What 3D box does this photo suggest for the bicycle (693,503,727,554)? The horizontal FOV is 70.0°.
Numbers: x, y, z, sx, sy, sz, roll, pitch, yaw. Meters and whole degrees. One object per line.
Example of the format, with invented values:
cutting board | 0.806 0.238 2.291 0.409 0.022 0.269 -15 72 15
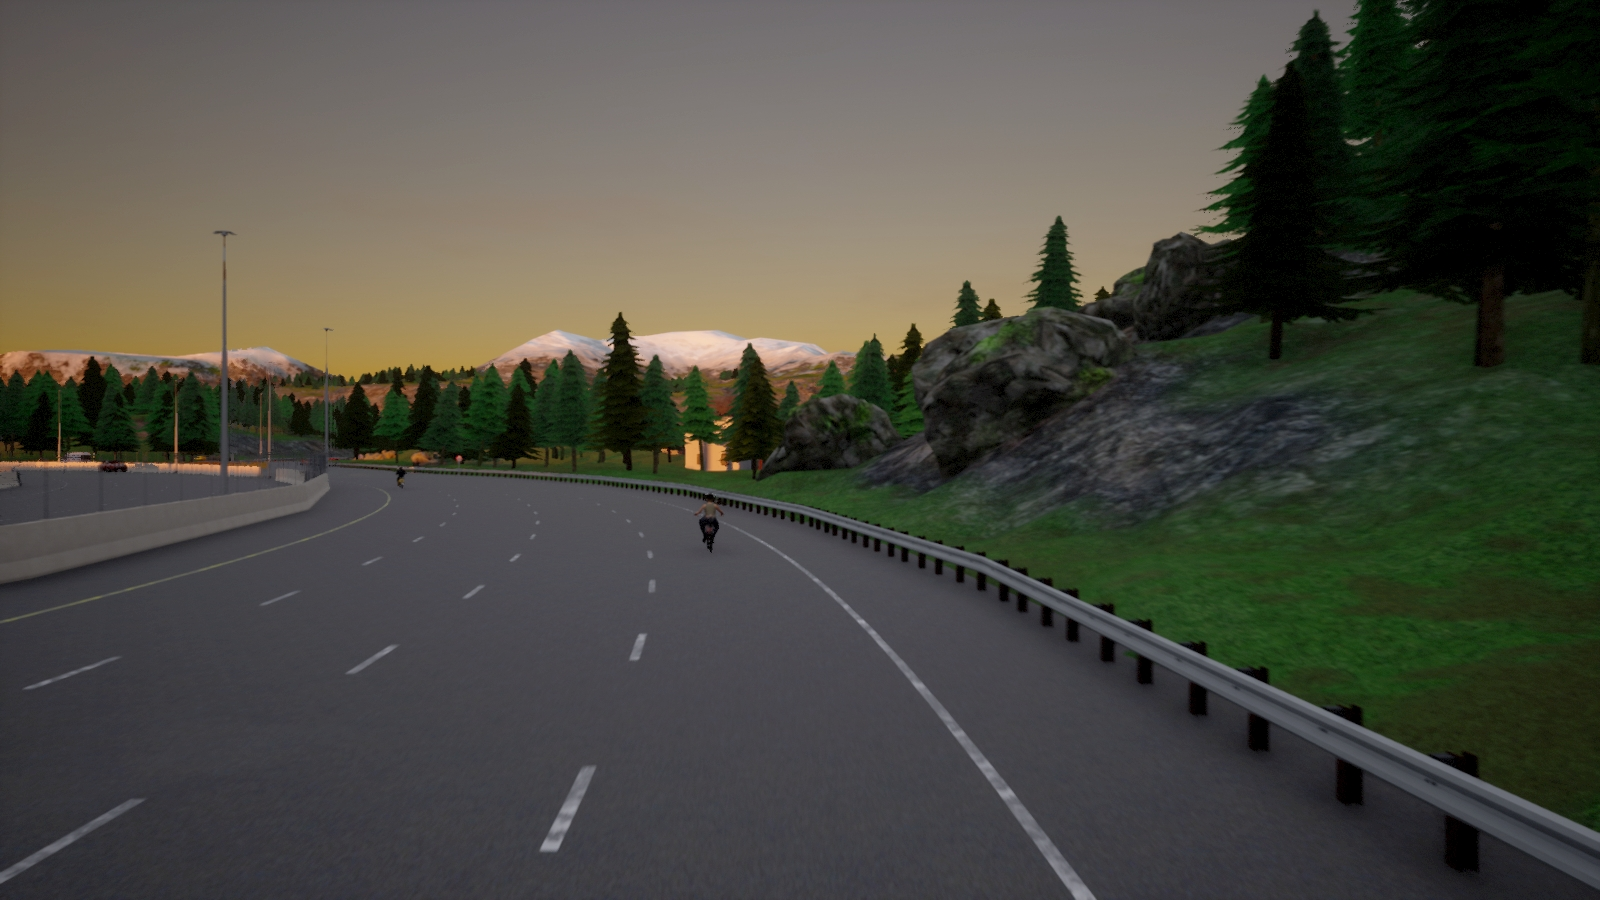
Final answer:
bicycle | -2.494 2.152 31.542 0.859 1.295 1.487 0 0 -8
